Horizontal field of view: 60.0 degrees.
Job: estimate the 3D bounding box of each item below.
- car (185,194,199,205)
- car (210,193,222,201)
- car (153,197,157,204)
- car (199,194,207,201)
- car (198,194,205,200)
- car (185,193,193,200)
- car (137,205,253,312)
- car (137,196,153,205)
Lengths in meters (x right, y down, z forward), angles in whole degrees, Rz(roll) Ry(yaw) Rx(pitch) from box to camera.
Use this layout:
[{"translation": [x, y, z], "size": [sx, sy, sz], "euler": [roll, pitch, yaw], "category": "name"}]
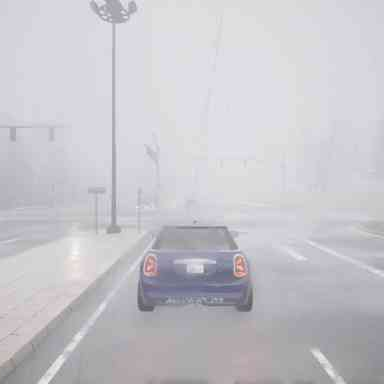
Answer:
[{"translation": [-0.161, 1.526, 54.717], "size": [1.812, 1.442, 4.674], "euler": [0, 0, -1], "category": "car"}, {"translation": [6.357, 1.215, 85.008], "size": [2.150, 2.045, 5.566], "euler": [0, 0, -1], "category": "car"}, {"translation": [-8.370, 1.505, 66.268], "size": [1.837, 1.490, 4.892], "euler": [0, 0, 0], "category": "car"}, {"translation": [2.852, 1.513, 85.279], "size": [1.812, 1.442, 4.674], "euler": [0, 0, -1], "category": "car"}, {"translation": [2.688, 1.442, 95.603], "size": [1.882, 1.535, 5.008], "euler": [0, 0, -1], "category": "car"}, {"translation": [-0.812, 1.189, 95.577], "size": [2.150, 2.045, 5.566], "euler": [0, 0, -1], "category": "car"}, {"translation": [0.071, 1.352, 7.897], "size": [2.097, 1.767, 4.553], "euler": [0, 0, 0], "category": "car"}, {"translation": [-8.282, 1.505, 57.059], "size": [1.837, 1.490, 4.892], "euler": [0, 0, -1], "category": "car"}]
